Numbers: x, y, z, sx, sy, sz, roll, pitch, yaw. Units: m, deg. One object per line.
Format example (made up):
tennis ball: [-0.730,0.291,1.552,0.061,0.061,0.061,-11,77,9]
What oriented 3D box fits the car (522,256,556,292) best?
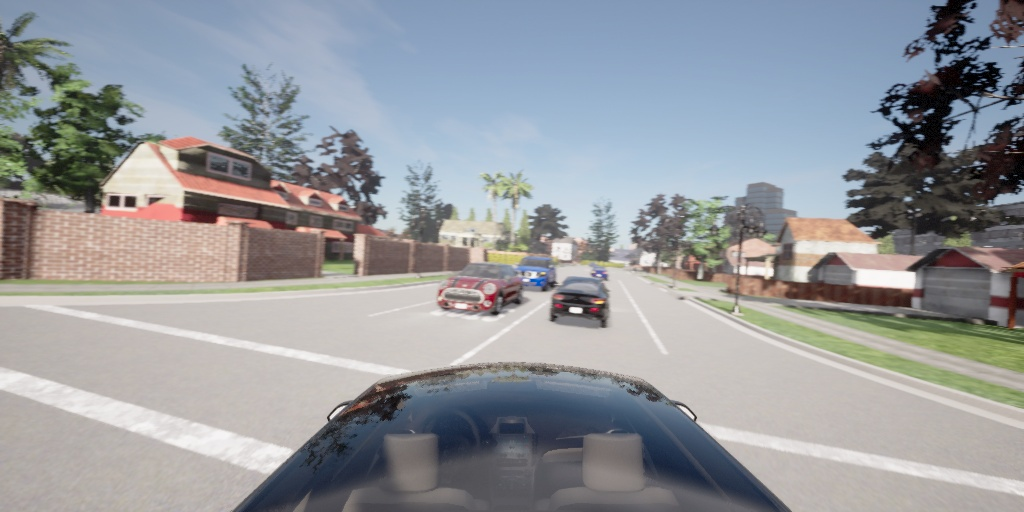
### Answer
car: [1.505,1.056,22.842,2.150,2.045,5.566,4,0,15]

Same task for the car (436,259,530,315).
car: [-0.997,1.028,13.482,2.097,1.767,4.553,4,0,15]

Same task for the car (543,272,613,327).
car: [2.483,1.443,12.573,1.812,1.442,4.674,4,0,16]

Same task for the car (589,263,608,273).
car: [9.519,1.893,39.259,1.812,1.442,4.674,4,0,12]
